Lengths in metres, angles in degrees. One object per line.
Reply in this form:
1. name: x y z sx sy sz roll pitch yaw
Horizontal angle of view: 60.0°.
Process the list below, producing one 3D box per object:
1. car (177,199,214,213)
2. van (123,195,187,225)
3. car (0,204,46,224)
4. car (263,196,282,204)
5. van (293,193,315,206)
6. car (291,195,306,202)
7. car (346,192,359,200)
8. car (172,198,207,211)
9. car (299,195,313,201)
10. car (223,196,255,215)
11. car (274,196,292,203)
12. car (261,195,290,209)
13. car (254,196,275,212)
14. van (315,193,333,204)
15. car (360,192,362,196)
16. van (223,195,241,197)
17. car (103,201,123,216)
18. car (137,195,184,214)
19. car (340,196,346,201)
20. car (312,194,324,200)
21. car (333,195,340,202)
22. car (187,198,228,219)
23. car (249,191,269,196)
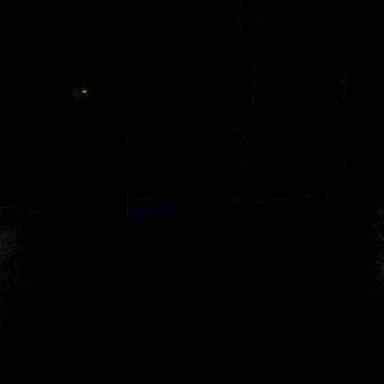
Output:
1. car: 0.445 1.466 36.583 1.994 1.385 4.181 -1 0 35
2. van: -2.394 1.188 22.438 1.690 1.788 3.998 -1 0 35
3. car: -12.571 1.524 22.819 1.752 1.417 4.829 -1 0 35
4. car: 14.933 1.400 61.674 1.752 1.417 4.829 -1 0 35
5. van: 16.368 1.102 48.950 1.690 1.788 3.998 -1 0 35
6. car: 23.789 1.392 74.188 2.008 1.369 4.403 -1 0 35
7. car: 37.296 1.234 78.518 2.008 1.369 4.403 -1 0 35
8. car: -0.245 1.489 40.226 2.008 1.369 4.403 -1 0 35
9. car: 26.934 1.375 78.632 1.887 1.381 4.507 -1 0 35
10. car: 3.862 1.361 31.274 1.887 1.381 4.507 -1 0 35
11. car: 18.086 1.413 66.129 2.008 1.369 4.403 -1 0 35
12. car: 10.117 1.338 40.111 2.008 1.369 4.403 -1 0 35
13. car: 6.990 1.384 35.693 1.802 1.307 4.206 -1 0 35
14. van: 22.622 1.077 57.788 1.690 1.788 3.998 -1 0 35
15. car: 40.180 1.225 82.593 2.008 1.369 4.403 -1 0 35
16. van: 5.863 1.252 48.861 1.690 1.788 3.998 -1 0 35
17. car: -6.355 1.512 31.591 1.887 1.381 4.507 -1 0 35
18. car: -3.303 1.267 35.910 2.192 1.841 5.009 -1 0 35
19. car: 28.879 1.279 66.624 1.947 1.339 4.313 -1 0 35
20. car: 33.224 1.360 87.520 2.008 1.369 4.403 -1 0 35
21. car: 25.849 1.249 62.344 1.752 1.417 4.829 -1 0 35
22. car: 0.736 1.397 26.855 1.947 1.339 4.313 -1 0 35
23. car: 9.934 0.803 49.848 2.150 2.045 5.566 -1 -1 35
